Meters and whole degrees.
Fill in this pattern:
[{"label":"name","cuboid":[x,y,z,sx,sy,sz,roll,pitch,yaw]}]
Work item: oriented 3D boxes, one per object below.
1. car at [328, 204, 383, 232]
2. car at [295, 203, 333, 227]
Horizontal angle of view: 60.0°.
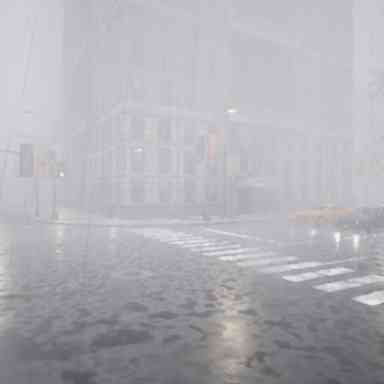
[{"label":"car","cuboid":[11.360,1.658,20.953,5.357,1.411,2.033,0,0,-30]},{"label":"car","cuboid":[9.621,1.598,23.987,5.008,1.535,1.882,0,0,-30]}]
